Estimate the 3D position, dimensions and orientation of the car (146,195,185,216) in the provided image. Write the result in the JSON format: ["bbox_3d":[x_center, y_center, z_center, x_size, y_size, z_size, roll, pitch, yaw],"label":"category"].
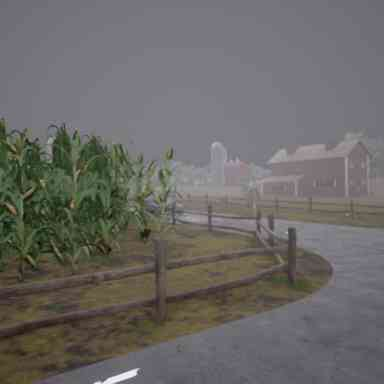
[{"bbox_3d":[-2.509,1.069,27.291,2.097,1.767,4.553,-2,2,-35],"label":"car"}]
